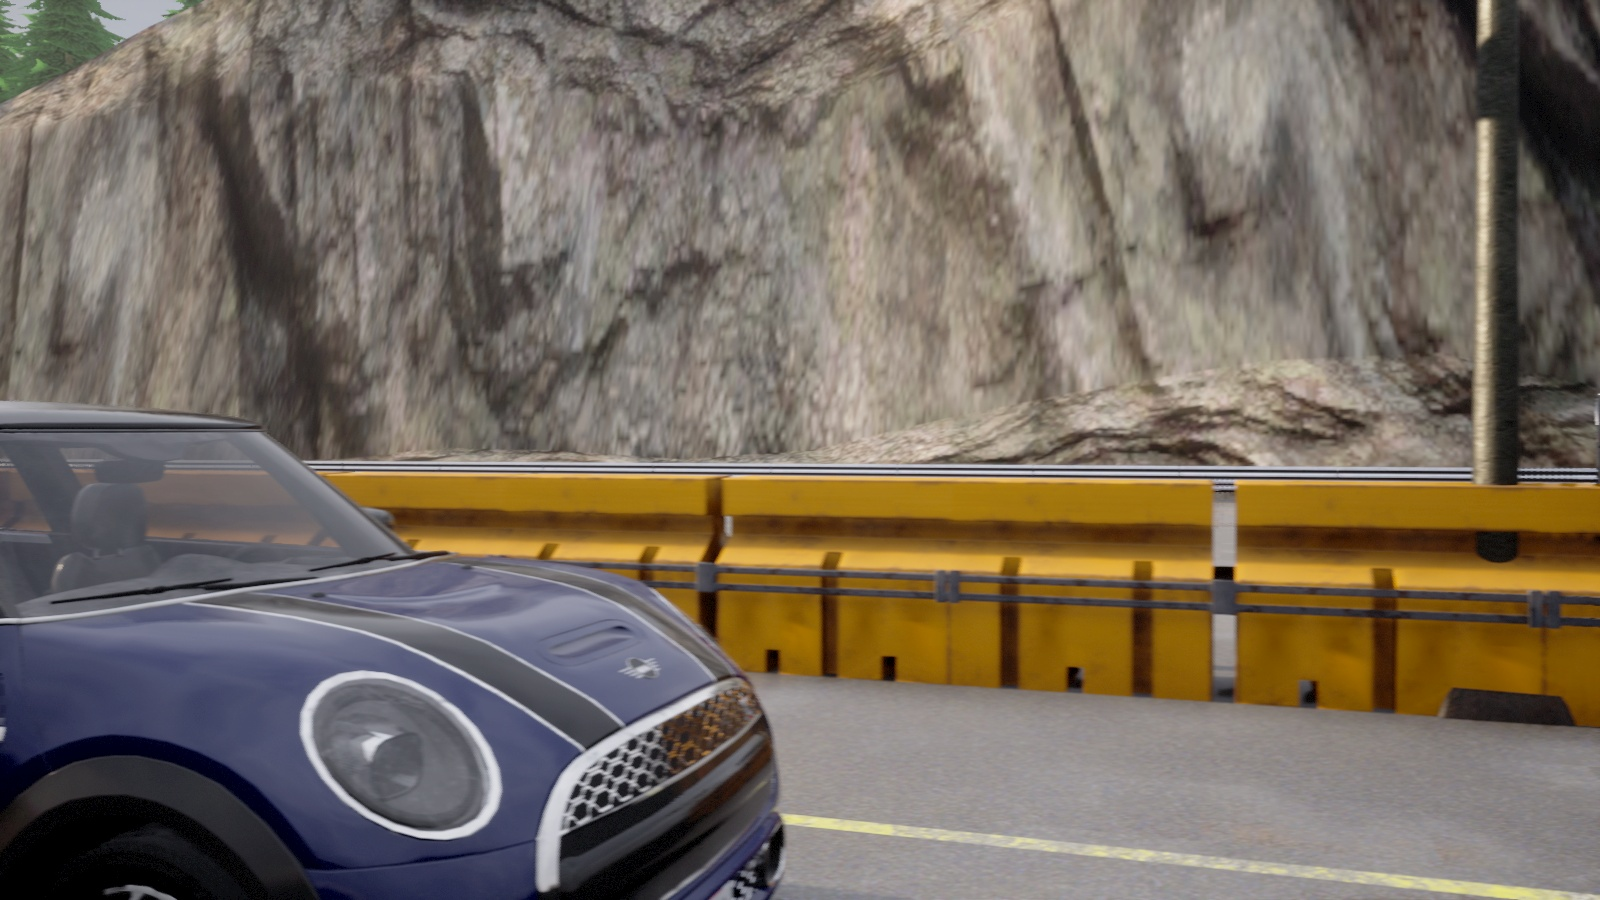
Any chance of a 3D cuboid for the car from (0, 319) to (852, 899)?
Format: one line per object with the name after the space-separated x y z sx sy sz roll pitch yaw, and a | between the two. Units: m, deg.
-2.323 0.612 3.973 4.553 1.767 2.097 1 1 19 | car
